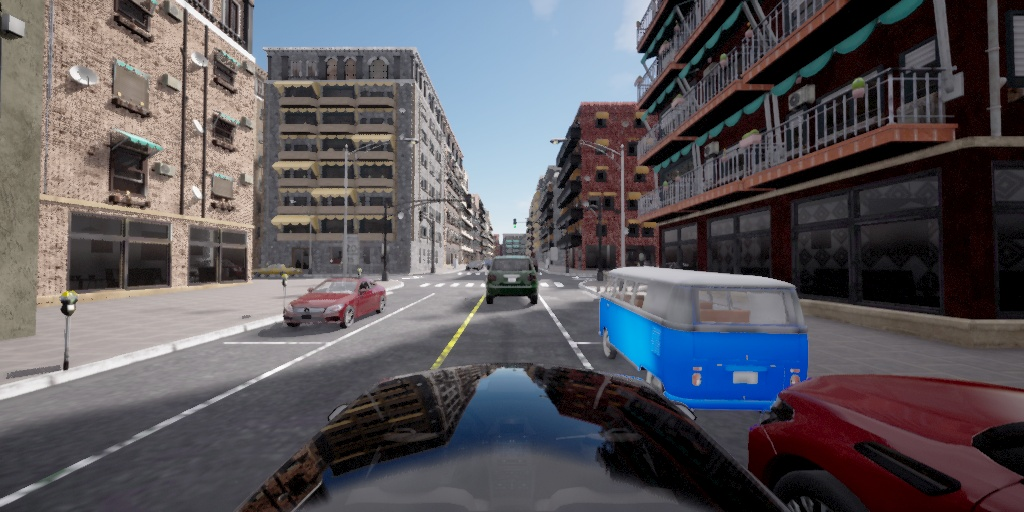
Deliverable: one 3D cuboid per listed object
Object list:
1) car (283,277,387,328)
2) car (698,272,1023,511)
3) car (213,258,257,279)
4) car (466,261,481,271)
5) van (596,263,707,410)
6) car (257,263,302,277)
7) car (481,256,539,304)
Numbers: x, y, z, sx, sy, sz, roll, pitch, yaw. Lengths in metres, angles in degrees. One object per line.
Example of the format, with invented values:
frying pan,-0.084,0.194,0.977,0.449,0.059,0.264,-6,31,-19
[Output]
car,-5.314,1.337,11.345,1.802,1.307,4.207,0,0,0
car,2.534,1.063,0.228,2.192,1.841,5.009,0,0,0
car,-24.290,1.076,29.269,5.009,1.841,2.192,0,0,0
car,-5.315,1.355,49.425,1.948,1.339,4.313,0,0,0
van,2.534,1.092,5.759,1.690,1.789,3.998,0,0,0
car,-24.443,1.456,37.148,4.829,1.417,1.751,0,0,0
car,0.000,1.019,16.535,2.150,2.045,5.566,0,0,0
